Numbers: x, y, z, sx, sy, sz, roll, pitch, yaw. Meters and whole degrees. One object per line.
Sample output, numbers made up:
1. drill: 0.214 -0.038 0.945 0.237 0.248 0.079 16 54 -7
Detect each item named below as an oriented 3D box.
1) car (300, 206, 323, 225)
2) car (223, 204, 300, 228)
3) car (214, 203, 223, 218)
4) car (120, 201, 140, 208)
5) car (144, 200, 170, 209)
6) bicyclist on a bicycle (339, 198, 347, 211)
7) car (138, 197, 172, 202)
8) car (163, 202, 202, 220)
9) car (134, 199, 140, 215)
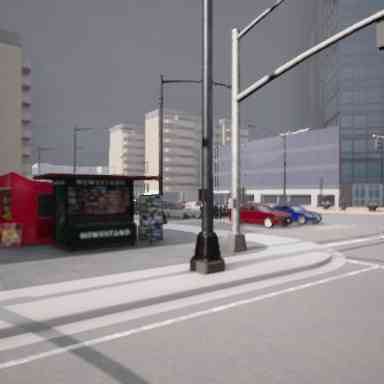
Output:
1. car: 7.578 1.648 25.296 1.812 1.442 4.674 0 -1 -35
2. car: 4.714 1.595 23.314 1.882 1.535 5.008 0 -1 -36
3. car: 2.451 1.787 32.399 1.994 1.385 4.181 0 -1 -36
4. car: -12.085 2.335 64.716 1.895 1.301 4.718 0 -1 -36
5. car: -6.002 2.073 56.323 2.128 1.511 4.902 0 -1 -36
6. bicyclist on a bicycle: 17.813 1.488 39.279 1.656 1.620 0.582 0 0 -36
7. car: -5.355 1.635 43.189 2.150 2.045 5.566 0 -1 -36
8. car: -0.770 1.831 30.873 1.895 1.301 4.718 0 -1 -36
9. car: -6.779 1.884 39.180 1.837 1.490 4.892 0 -1 -36
